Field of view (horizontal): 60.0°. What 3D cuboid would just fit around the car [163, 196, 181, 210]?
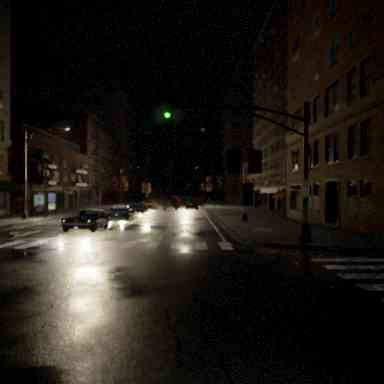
[{"bbox_3d":[-3.283,1.727,51.467,2.150,2.045,5.566,0,-1,0],"label":"car"}]

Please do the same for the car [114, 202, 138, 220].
[{"bbox_3d":[-6.608,1.826,31.086,1.994,1.385,4.181,0,-1,0],"label":"car"}]

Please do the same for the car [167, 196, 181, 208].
[{"bbox_3d":[-3.292,1.844,61.888,2.150,2.045,5.566,0,-1,0],"label":"car"}]

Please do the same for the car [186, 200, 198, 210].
[{"bbox_3d":[-0.035,2.027,51.437,1.837,1.490,4.892,0,-1,0],"label":"car"}]

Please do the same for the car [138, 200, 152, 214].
[{"bbox_3d":[-6.623,1.924,41.460,2.033,1.411,5.357,0,-1,0],"label":"car"}]

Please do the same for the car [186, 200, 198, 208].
[{"bbox_3d":[-0.043,2.189,61.856,2.033,1.411,5.357,0,-1,0],"label":"car"}]

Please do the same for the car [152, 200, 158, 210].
[{"bbox_3d":[-6.576,1.979,52.567,1.882,1.535,5.008,0,0,1],"label":"car"}]

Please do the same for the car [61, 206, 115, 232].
[{"bbox_3d":[-6.607,1.755,21.159,1.895,1.301,4.718,0,-1,0],"label":"car"}]
